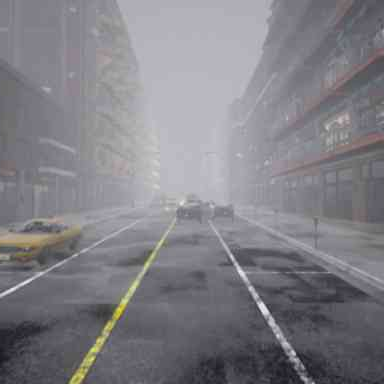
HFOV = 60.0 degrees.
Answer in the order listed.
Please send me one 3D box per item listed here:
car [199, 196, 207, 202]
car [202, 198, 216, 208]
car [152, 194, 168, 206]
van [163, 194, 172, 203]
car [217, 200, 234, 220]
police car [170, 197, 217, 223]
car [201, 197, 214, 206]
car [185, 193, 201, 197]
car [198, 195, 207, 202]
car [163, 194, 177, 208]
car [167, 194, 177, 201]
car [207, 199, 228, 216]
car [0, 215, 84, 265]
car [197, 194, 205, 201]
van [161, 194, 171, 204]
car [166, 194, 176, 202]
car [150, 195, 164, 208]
[{"bbox_3d":[2.571,1.664,78.275,1.887,1.381,4.507,1,0,0],"label":"car"},{"bbox_3d":[2.576,1.587,50.622,1.887,1.381,4.507,1,0,0],"label":"car"},{"bbox_3d":[-5.299,1.369,56.216,2.192,1.841,5.009,2,0,0],"label":"car"},{"bbox_3d":[-5.304,1.441,72.806,1.690,1.788,3.998,1,0,0],"label":"van"},{"bbox_3d":[2.580,1.551,28.499,1.887,1.381,4.507,1,0,0],"label":"car"},{"bbox_3d":[0.271,1.428,25.548,1.930,1.638,5.238,0,0,15],"label":"police car"},{"bbox_3d":[2.574,1.605,56.153,2.008,1.369,4.403,1,0,0],"label":"car"},{"bbox_3d":[-0.010,1.287,60.913,2.150,2.045,5.566,0,0,0],"label":"car"},{"bbox_3d":[2.580,1.580,83.807,1.967,1.590,4.097,1,0,0],"label":"car"},{"bbox_3d":[-2.839,1.518,50.084,1.882,1.535,5.008,0,0,0],"label":"car"},{"bbox_3d":[-5.306,1.476,89.397,2.192,1.841,5.009,1,0,0],"label":"car"},{"bbox_3d":[2.579,1.538,34.201,1.752,1.417,4.829,1,0,0],"label":"car"},{"bbox_3d":[-5.296,1.522,11.806,1.752,1.417,4.829,2,0,0],"label":"car"},{"bbox_3d":[2.539,1.499,94.870,2.192,1.841,5.009,1,0,0],"label":"car"},{"bbox_3d":[-5.302,1.423,67.274,1.690,1.788,3.998,2,0,0],"label":"van"},{"bbox_3d":[-5.305,1.455,83.867,2.192,1.841,5.009,1,0,0],"label":"car"},{"bbox_3d":[-5.304,1.567,50.514,1.752,1.417,4.829,2,0,0],"label":"car"}]
